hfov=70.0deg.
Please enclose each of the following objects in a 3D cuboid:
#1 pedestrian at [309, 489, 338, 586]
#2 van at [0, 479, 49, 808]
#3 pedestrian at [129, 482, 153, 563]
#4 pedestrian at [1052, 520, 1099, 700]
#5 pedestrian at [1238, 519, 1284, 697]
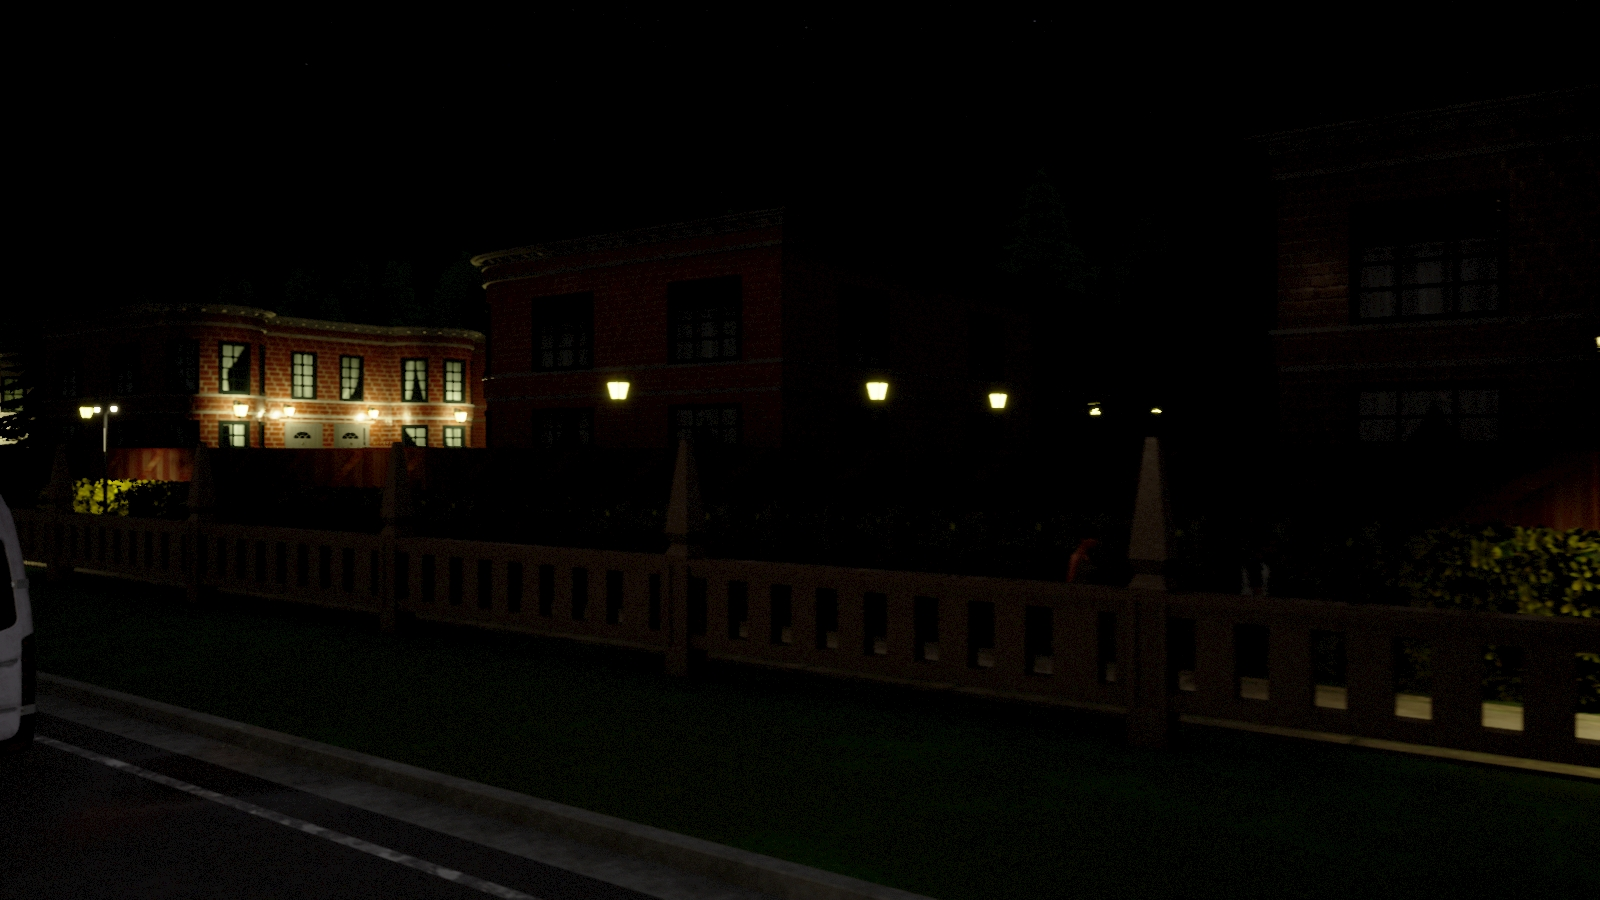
[{"bbox_3d":[-9.327,1.693,22.357,0.375,1.860,0.375,0,0,36],"label":"pedestrian"},{"bbox_3d":[-9.082,1.532,10.141,5.915,2.561,1.988,0,0,35],"label":"van"},{"bbox_3d":[-15.391,1.691,26.690,0.375,1.860,0.375,0,0,36],"label":"pedestrian"},{"bbox_3d":[2.955,1.695,12.269,0.375,1.860,0.375,0,0,36],"label":"pedestrian"},{"bbox_3d":[5.007,1.695,12.401,0.375,1.860,0.375,0,0,38],"label":"pedestrian"}]
